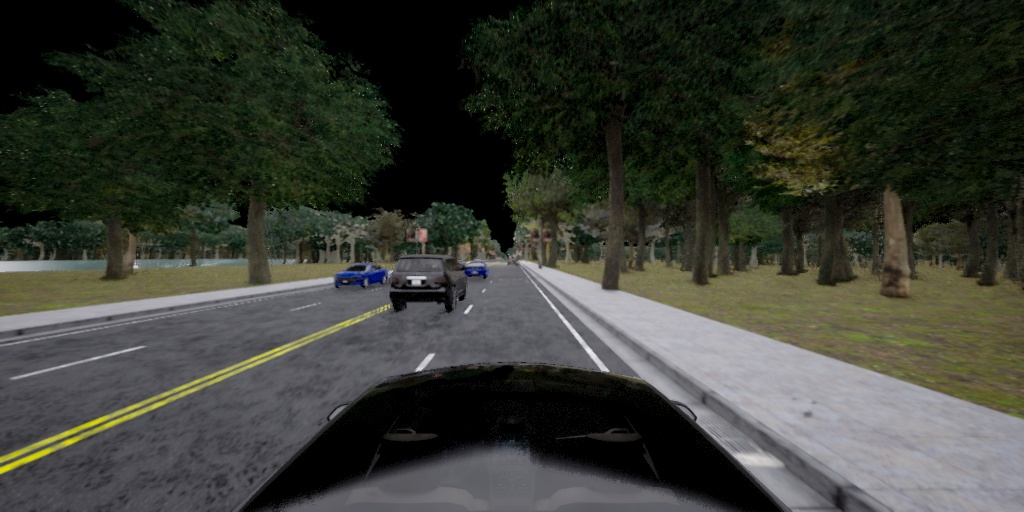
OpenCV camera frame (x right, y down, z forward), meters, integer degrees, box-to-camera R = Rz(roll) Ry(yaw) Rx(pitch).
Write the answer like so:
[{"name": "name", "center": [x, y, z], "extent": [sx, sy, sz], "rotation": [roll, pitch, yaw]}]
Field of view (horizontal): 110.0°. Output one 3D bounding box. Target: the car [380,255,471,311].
[{"name": "car", "center": [-3.150, 0.972, 14.507], "extent": [2.150, 2.045, 5.566], "rotation": [0, 0, 0]}]

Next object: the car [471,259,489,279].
[{"name": "car", "center": [-3.152, 1.241, 32.863], "extent": [1.882, 1.535, 5.008], "rotation": [0, 0, 0]}]

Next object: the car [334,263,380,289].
[{"name": "car", "center": [-9.847, 1.234, 23.652], "extent": [1.882, 1.535, 5.008], "rotation": [0, 0, 0]}]

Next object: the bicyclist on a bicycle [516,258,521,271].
[{"name": "bicyclist on a bicycle", "center": [0.887, 1.215, 49.892], "extent": [0.866, 1.612, 1.509], "rotation": [0, -1, 0]}]
